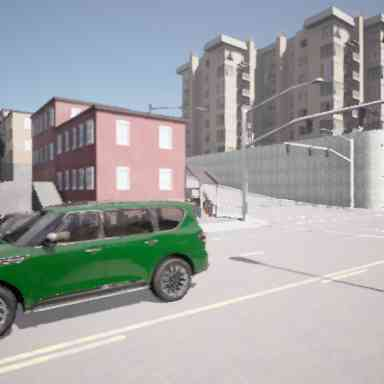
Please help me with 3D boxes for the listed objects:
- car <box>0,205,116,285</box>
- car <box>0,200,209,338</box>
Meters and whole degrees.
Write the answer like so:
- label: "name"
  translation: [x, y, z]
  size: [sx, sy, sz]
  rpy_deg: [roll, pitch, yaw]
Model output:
- label: "car"
  translation: [-4.687, 1.347, 9.228]
  size: [4.553, 1.767, 2.097]
  rpy_deg: [0, 0, -35]
- label: "car"
  translation: [-2.216, 1.211, 6.696]
  size: [5.566, 2.045, 2.150]
  rpy_deg: [-1, 0, -35]
